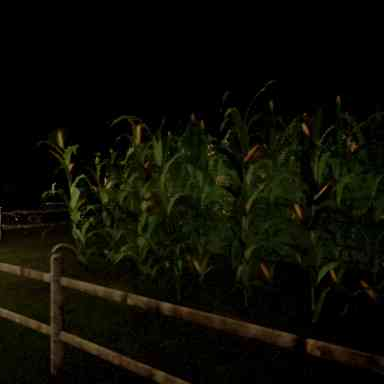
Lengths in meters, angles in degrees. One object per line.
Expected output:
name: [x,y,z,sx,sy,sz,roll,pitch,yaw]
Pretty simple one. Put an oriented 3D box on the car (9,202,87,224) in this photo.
car: [-9.757,1.369,22.782,1.895,1.301,4.718,0,1,38]
